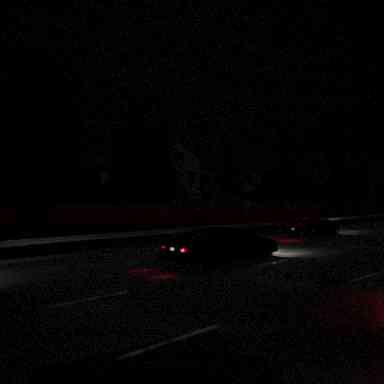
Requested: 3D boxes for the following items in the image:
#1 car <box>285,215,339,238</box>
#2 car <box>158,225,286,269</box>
[{"bbox_3d":[8.795,2.401,24.239,5.008,1.535,1.882,1,-3,-39],"label":"car"},{"bbox_3d":[1.242,2.144,13.580,5.357,1.411,2.033,1,-3,-39],"label":"car"}]
